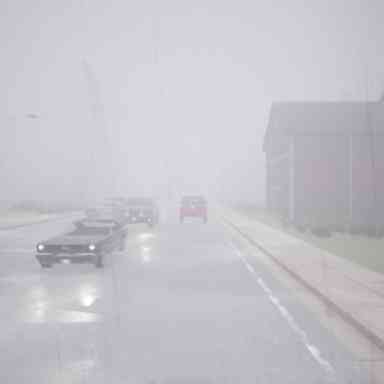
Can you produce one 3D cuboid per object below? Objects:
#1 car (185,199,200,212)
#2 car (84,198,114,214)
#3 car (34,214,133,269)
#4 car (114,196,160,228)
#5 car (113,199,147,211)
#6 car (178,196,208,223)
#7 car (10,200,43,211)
[{"bbox_3d":[0.067,1.663,43.295,1.882,1.535,5.008,0,0,0],"label":"car"},{"bbox_3d":[-7.589,1.443,30.087,3.866,1.878,1.905,0,0,1],"label":"car"},{"bbox_3d":[-3.523,1.651,11.526,1.895,1.301,4.718,0,0,0],"label":"car"},{"bbox_3d":[-3.527,1.322,23.146,2.150,2.045,5.566,0,0,0],"label":"car"},{"bbox_3d":[-8.085,1.693,43.571,4.193,1.474,1.816,0,0,1],"label":"car"},{"bbox_3d":[0.084,1.329,26.930,2.150,2.045,5.566,0,-1,0],"label":"car"},{"bbox_3d":[-20.956,1.704,42.447,3.905,1.438,1.784,0,0,1],"label":"car"}]
